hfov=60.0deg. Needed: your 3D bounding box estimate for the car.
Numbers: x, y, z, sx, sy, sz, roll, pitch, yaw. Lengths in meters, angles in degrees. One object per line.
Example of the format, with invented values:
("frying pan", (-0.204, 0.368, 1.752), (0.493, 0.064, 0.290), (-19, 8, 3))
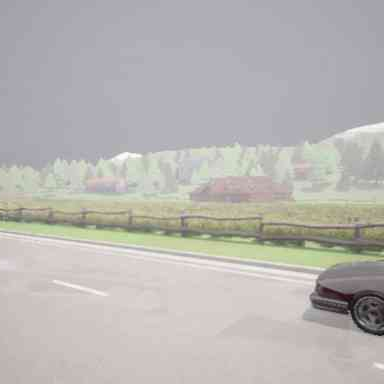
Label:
("car", (4.687, 1.540, 4.959), (5.357, 1.411, 2.033), (0, 0, 35))
